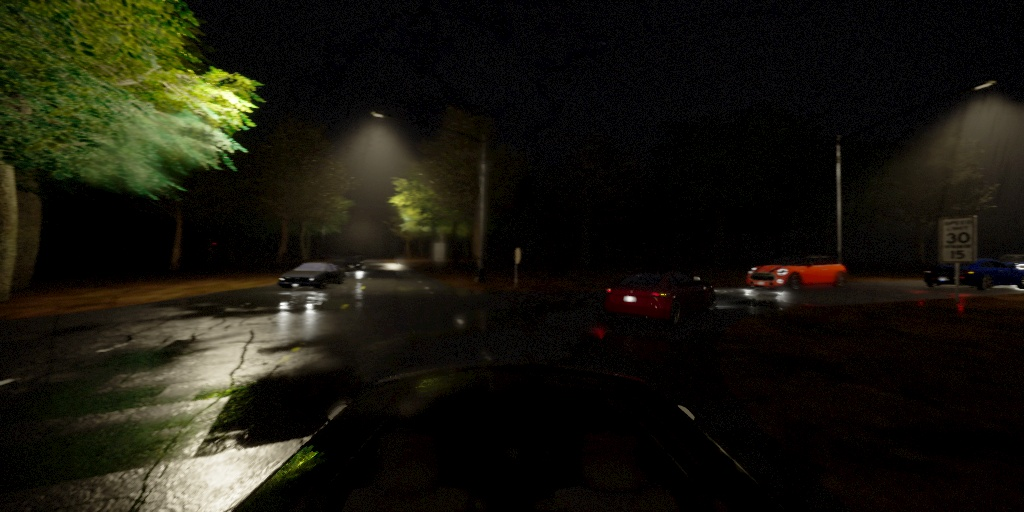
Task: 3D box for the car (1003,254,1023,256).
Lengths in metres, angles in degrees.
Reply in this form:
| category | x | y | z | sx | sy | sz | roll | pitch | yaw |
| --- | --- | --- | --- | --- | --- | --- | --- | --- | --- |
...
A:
| category | x | y | z | sx | sy | sz | roll | pitch | yaw |
| --- | --- | --- | --- | --- | --- | --- | --- | --- | --- |
| car | 32.112 | 0.644 | 22.592 | 4.553 | 1.767 | 2.097 | 0 | 0 | -12 |

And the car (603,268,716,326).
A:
| category | x | y | z | sx | sy | sz | roll | pitch | yaw |
| --- | --- | --- | --- | --- | --- | --- | --- | --- | --- |
| car | 4.501 | 1.062 | 10.761 | 4.181 | 1.385 | 1.994 | -1 | 0 | -45 |

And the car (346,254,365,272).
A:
| category | x | y | z | sx | sy | sz | roll | pitch | yaw |
| --- | --- | --- | --- | --- | --- | --- | --- | --- | --- |
| car | -16.934 | 0.832 | 38.301 | 1.837 | 1.490 | 4.892 | 2 | 0 | -21 |

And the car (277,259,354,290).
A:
| category | x | y | z | sx | sy | sz | roll | pitch | yaw |
| --- | --- | --- | --- | --- | --- | --- | --- | --- | --- |
| car | -10.996 | 1.041 | 20.260 | 2.033 | 1.411 | 5.357 | 2 | 0 | -8 |

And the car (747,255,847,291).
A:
| category | x | y | z | sx | sy | sz | roll | pitch | yaw |
| --- | --- | --- | --- | --- | --- | --- | --- | --- | --- |
| car | 14.413 | 0.738 | 18.228 | 4.553 | 1.767 | 2.097 | 0 | 0 | -15 |

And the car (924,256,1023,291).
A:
| category | x | y | z | sx | sy | sz | roll | pitch | yaw |
| --- | --- | --- | --- | --- | --- | --- | --- | --- | --- |
| car | 21.757 | 0.835 | 16.842 | 4.674 | 1.442 | 1.812 | 0 | 0 | -15 |

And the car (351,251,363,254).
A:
| category | x | y | z | sx | sy | sz | roll | pitch | yaw |
| --- | --- | --- | --- | --- | --- | --- | --- | --- | --- |
| car | -24.405 | 0.289 | 56.378 | 2.150 | 2.045 | 5.566 | 2 | 0 | -23 |
